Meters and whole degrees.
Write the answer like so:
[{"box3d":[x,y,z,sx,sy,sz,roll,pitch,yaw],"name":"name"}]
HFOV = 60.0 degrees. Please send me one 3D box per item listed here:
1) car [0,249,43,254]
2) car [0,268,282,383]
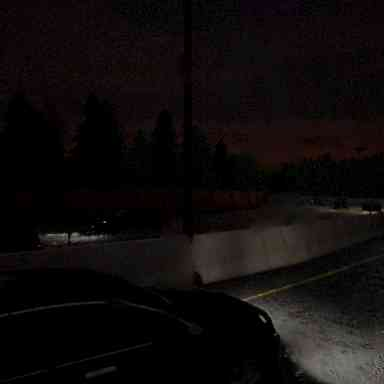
[{"box3d":[-6.230,1.556,8.288,4.674,1.442,1.812,0,0,-36],"name":"car"},{"box3d":[-1.209,1.515,3.080,4.892,1.490,1.837,0,0,-36],"name":"car"}]
